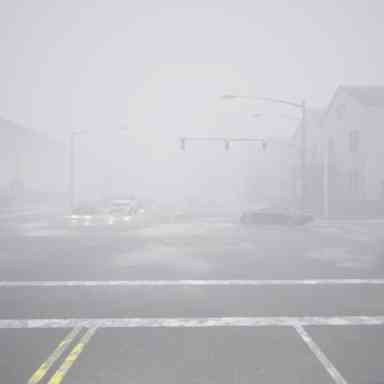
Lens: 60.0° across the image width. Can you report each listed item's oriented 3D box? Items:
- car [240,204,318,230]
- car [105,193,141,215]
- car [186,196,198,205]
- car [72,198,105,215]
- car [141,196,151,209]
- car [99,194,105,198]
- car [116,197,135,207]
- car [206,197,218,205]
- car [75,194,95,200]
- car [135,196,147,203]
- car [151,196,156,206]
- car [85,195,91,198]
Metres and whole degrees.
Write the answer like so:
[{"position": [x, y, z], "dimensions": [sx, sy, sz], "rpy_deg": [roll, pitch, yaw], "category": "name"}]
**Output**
[{"position": [5.355, 1.496, 21.069], "dimensions": [4.902, 1.511, 2.128], "rpy_deg": [0, 1, 40], "category": "car"}, {"position": [-7.070, 1.212, 34.691], "dimensions": [2.150, 2.045, 5.566], "rpy_deg": [0, 0, 0], "category": "car"}, {"position": [0.052, 1.476, 58.646], "dimensions": [2.128, 1.511, 4.902], "rpy_deg": [0, 0, 0], "category": "car"}, {"position": [-10.570, 1.555, 33.662], "dimensions": [1.994, 1.385, 4.181], "rpy_deg": [0, 0, 0], "category": "car"}, {"position": [-7.060, 1.493, 44.243], "dimensions": [1.837, 1.490, 4.892], "rpy_deg": [0, 0, 0], "category": "car"}, {"position": [-10.562, 1.210, 42.921], "dimensions": [2.150, 2.045, 5.566], "rpy_deg": [0, 0, 0], "category": "car"}, {"position": [-10.549, 1.533, 53.316], "dimensions": [2.033, 1.411, 5.357], "rpy_deg": [0, 0, 0], "category": "car"}, {"position": [3.551, 1.583, 58.673], "dimensions": [1.895, 1.301, 4.718], "rpy_deg": [0, 0, 0], "category": "car"}, {"position": [-28.890, 1.428, 89.760], "dimensions": [2.038, 1.542, 4.974], "rpy_deg": [0, 0, 29], "category": "car"}, {"position": [-10.439, 1.514, 68.560], "dimensions": [1.812, 1.442, 4.674], "rpy_deg": [0, 0, 0], "category": "car"}, {"position": [-7.040, 1.463, 54.631], "dimensions": [1.882, 1.535, 5.008], "rpy_deg": [0, 0, 0], "category": "car"}, {"position": [-28.105, 1.430, 84.393], "dimensions": [2.038, 1.542, 4.974], "rpy_deg": [0, 0, -36], "category": "car"}]
